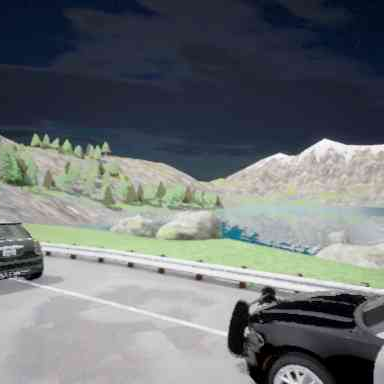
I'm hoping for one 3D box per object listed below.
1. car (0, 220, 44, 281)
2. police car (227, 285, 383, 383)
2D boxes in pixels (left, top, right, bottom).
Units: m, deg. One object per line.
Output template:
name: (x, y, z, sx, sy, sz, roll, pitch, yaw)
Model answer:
car: (-6.268, 1.535, 9.322, 4.553, 1.767, 2.097, -1, -2, 32)
police car: (2.813, 1.516, 3.114, 5.238, 1.638, 1.930, -1, -2, 36)
